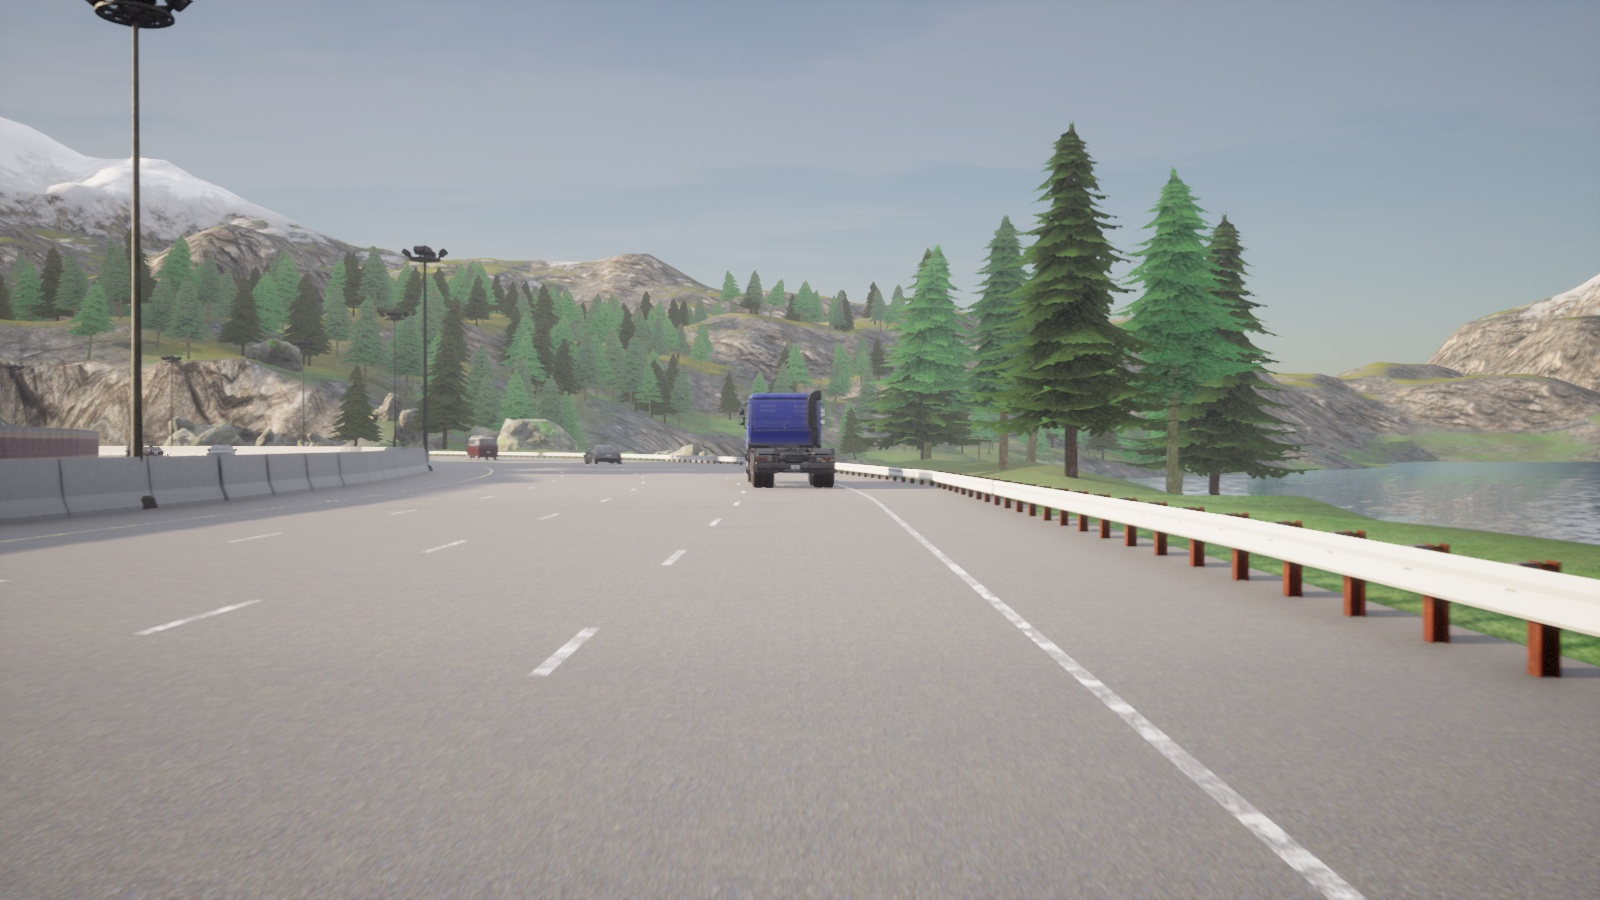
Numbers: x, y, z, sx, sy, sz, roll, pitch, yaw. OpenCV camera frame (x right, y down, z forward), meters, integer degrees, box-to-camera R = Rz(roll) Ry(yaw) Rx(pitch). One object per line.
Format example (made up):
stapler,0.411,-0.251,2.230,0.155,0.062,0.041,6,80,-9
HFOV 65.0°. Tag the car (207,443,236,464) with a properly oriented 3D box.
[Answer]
car,-41.297,0.234,89.639,1.812,1.442,4.674,0,0,-26

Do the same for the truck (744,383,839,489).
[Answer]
truck,-0.456,-0.490,45.112,2.891,3.462,7.936,0,0,-4

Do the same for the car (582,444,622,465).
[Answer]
car,-13.887,0.304,87.909,1.994,1.385,4.181,0,0,-21
